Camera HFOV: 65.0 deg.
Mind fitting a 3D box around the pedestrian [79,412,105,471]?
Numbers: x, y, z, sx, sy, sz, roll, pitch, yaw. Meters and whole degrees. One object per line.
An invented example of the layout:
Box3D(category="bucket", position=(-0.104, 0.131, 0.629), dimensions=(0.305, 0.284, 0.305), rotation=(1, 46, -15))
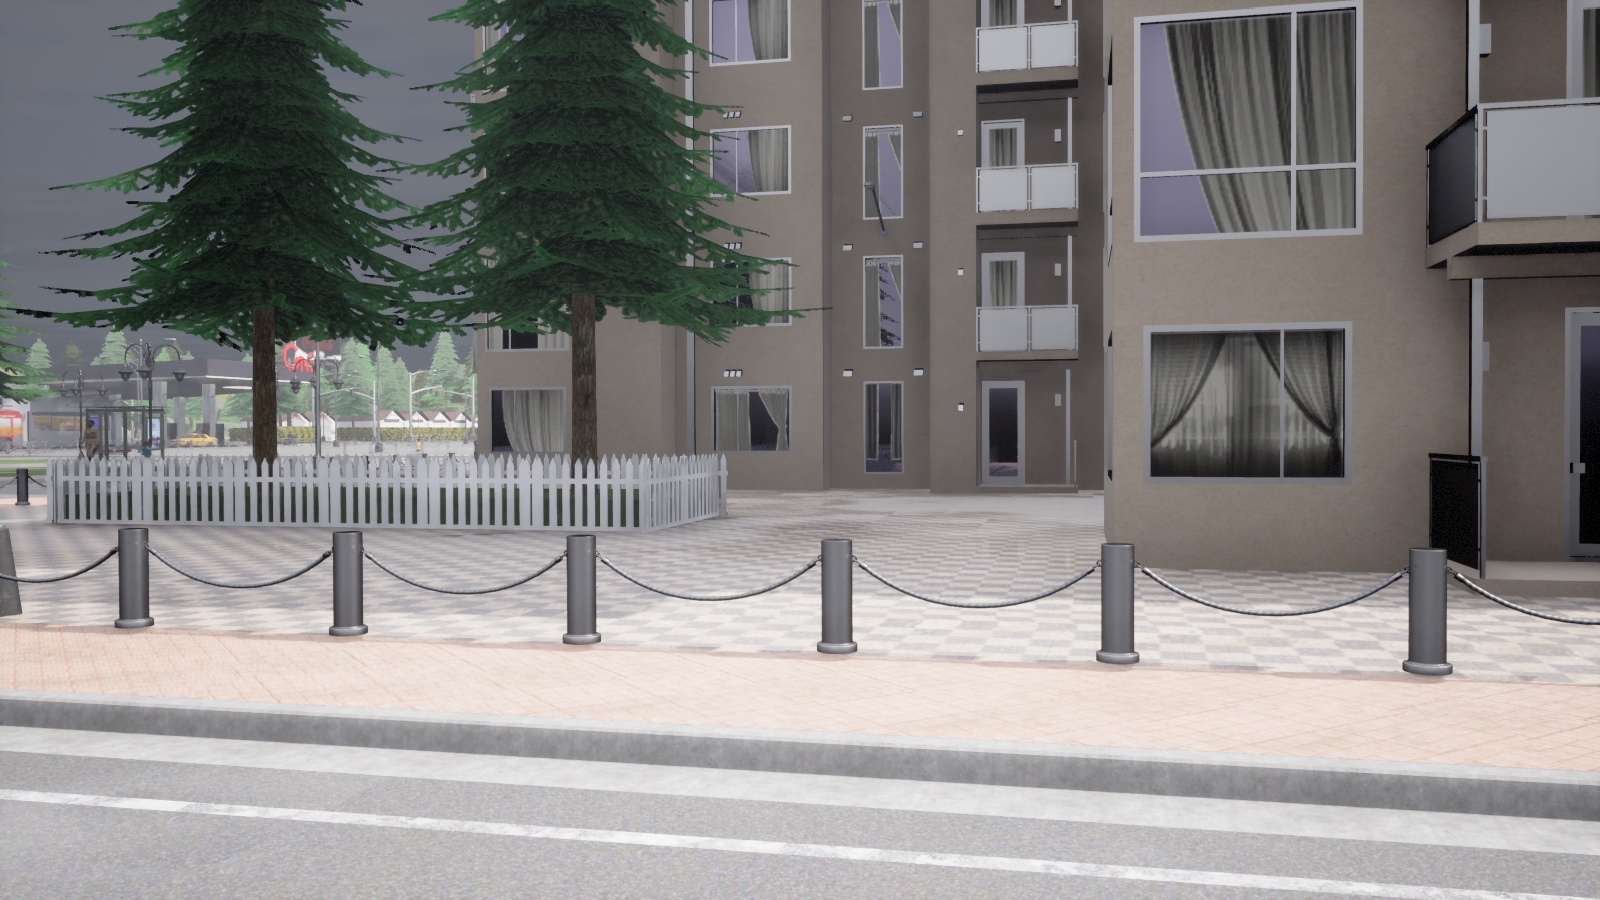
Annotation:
Box3D(category="pedestrian", position=(-23.601, -0.287, 41.862), dimensions=(0.396, 1.930, 0.692), rotation=(0, 1, 11))
